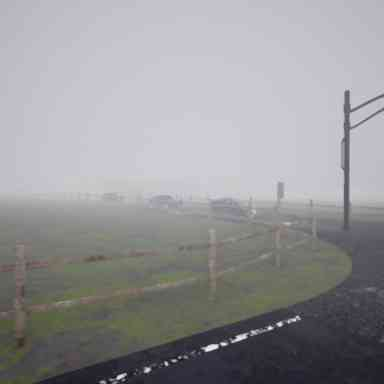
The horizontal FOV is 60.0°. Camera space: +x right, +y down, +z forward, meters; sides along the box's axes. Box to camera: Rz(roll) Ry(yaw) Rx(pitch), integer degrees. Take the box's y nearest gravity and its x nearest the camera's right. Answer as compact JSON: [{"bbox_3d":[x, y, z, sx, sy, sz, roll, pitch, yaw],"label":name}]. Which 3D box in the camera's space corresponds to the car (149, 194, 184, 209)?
[{"bbox_3d":[-2.725,1.036,35.472,1.882,1.535,5.008,1,1,-36],"label":"car"}]

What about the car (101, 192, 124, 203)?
[{"bbox_3d":[-11.486,0.793,47.783,1.837,1.490,4.892,1,0,-35],"label":"car"}]

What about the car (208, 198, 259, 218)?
[{"bbox_3d":[3.304,1.238,27.026,2.128,1.511,4.902,1,1,-36],"label":"car"}]
